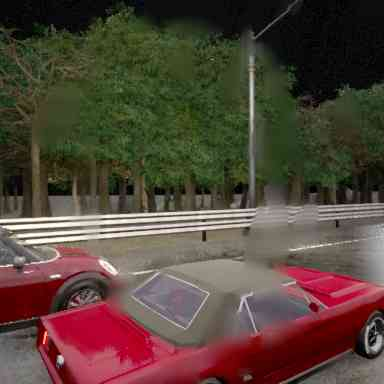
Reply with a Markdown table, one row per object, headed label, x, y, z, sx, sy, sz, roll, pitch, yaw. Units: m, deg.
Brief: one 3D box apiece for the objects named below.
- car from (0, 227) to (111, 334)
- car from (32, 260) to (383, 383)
| label | x | y | z | sx | sy | sz | roll | pitch | yaw |
| --- | --- | --- | --- | --- | --- | --- | --- | --- | --- |
| car | -3.486 | 1.352 | 5.509 | 4.553 | 1.767 | 2.097 | 0 | 0 | -35 |
| car | 0.694 | 1.598 | 4.319 | 4.718 | 1.301 | 1.895 | 0 | 0 | -34 |
